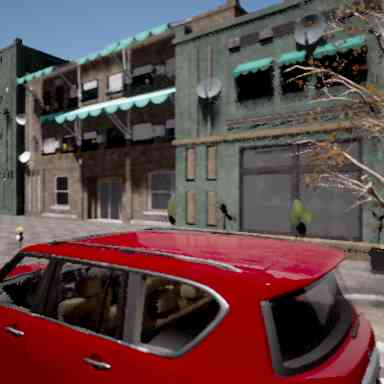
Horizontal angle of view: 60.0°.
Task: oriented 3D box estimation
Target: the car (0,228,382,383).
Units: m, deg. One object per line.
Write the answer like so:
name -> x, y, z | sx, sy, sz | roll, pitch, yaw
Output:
car -> -0.826, 1.327, 3.456 | 5.009, 1.841, 2.192 | 0, 0, 36
